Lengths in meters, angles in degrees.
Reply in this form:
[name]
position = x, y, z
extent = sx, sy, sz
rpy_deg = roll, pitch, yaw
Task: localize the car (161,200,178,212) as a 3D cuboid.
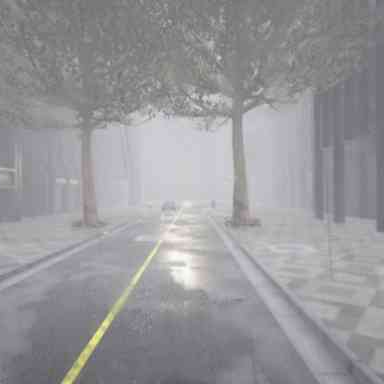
[car]
position = -2.967, 1.829, 43.301
extent = 1.812, 1.442, 4.674
rpy_deg = 0, 0, 0
